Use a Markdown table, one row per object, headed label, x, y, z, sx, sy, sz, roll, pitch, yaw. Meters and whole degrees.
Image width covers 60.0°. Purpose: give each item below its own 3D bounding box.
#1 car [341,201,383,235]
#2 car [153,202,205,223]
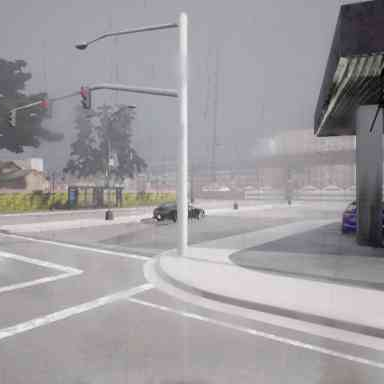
| label | x | y | z | sx | sy | sz | roll | pitch | yaw |
| --- | --- | --- | --- | --- | --- | --- | --- | --- | --- |
| car | 9.490 | 1.295 | 17.698 | 2.242 | 1.667 | 4.611 | 0 | 0 | 37 |
| car | -0.911 | 1.505 | 25.681 | 1.837 | 1.490 | 4.892 | 0 | 0 | 36 |
